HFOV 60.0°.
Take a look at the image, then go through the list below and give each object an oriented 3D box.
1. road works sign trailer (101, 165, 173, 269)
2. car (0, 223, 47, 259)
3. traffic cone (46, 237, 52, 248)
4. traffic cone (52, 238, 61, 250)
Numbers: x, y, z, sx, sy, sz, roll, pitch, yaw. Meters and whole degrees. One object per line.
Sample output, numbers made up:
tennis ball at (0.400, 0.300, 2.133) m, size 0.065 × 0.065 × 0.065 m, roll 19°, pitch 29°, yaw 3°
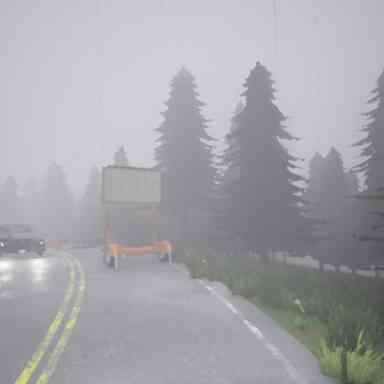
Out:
road works sign trailer at (-2.324, 0.841, 12.664) m, size 2.380 × 3.560 × 2.880 m, roll 2°, pitch -4°, yaw -31°
car at (-8.043, 2.157, 15.338) m, size 2.033 × 1.411 × 5.357 m, roll 2°, pitch -6°, yaw -32°
traffic cone at (-8.222, 2.967, 19.501) m, size 0.340 × 0.580 × 0.340 m, roll 2°, pitch -7°, yaw -32°
traffic cone at (-7.171, 2.777, 17.807) m, size 0.340 × 0.580 × 0.340 m, roll 2°, pitch -6°, yaw -32°
